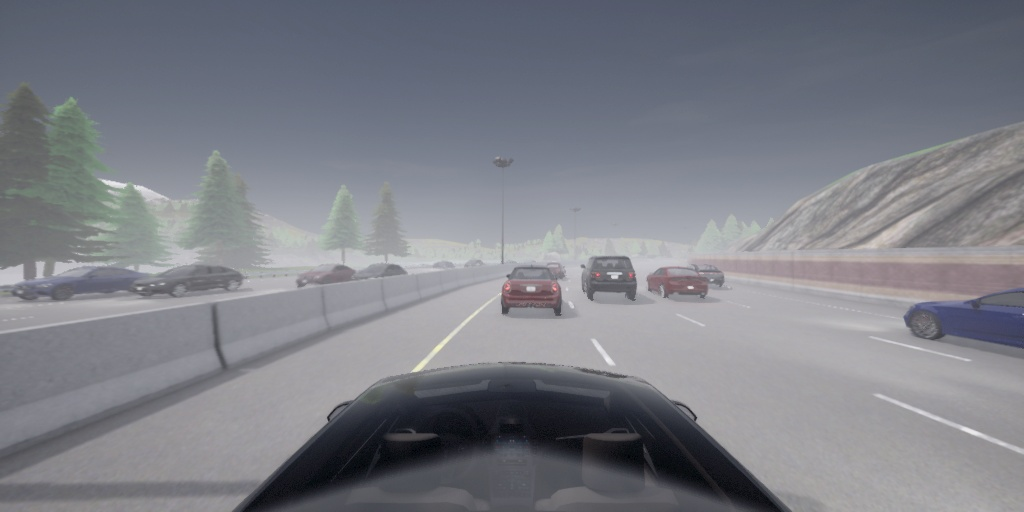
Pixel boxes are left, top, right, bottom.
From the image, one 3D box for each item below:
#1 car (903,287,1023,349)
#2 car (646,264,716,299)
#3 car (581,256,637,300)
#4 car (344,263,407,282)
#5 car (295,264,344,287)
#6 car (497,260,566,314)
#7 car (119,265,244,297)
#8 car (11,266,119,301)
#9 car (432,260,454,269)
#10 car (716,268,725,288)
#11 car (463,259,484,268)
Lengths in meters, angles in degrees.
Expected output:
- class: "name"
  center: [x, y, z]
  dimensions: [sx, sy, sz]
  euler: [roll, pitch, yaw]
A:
- class: "car"
  center: [10.823, 1.314, 7.115]
  dimensions: [1.812, 1.442, 4.674]
  euler: [0, 0, 2]
- class: "car"
  center: [8.365, 1.271, 18.610]
  dimensions: [1.882, 1.535, 5.008]
  euler: [0, 0, 7]
- class: "car"
  center: [4.754, 1.005, 18.130]
  dimensions: [2.150, 2.045, 5.566]
  euler: [0, 0, 7]
- class: "car"
  center: [-8.723, 1.254, 23.938]
  dimensions: [1.837, 1.490, 4.892]
  euler: [0, 0, 9]
- class: "car"
  center: [-12.249, 1.264, 24.112]
  dimensions: [1.812, 1.442, 4.674]
  euler: [0, 0, 9]
- class: "car"
  center: [0.813, 1.118, 14.028]
  dimensions: [2.097, 1.767, 4.553]
  euler: [0, 0, 5]
- class: "car"
  center: [-16.493, 1.224, 18.558]
  dimensions: [1.837, 1.490, 4.892]
  euler: [0, 0, 7]
- class: "car"
  center: [-20.166, 1.233, 17.191]
  dimensions: [1.812, 1.442, 4.674]
  euler: [0, 0, 6]
- class: "car"
  center: [-10.920, 1.342, 57.115]
  dimensions: [1.994, 1.385, 4.181]
  euler: [0, 0, 20]
- class: "car"
  center: [12.884, 1.306, 24.719]
  dimensions: [2.128, 1.511, 4.902]
  euler: [0, 0, 10]
- class: "car"
  center: [-6.284, 1.299, 59.415]
  dimensions: [1.837, 1.490, 4.892]
  euler: [0, 0, 22]
